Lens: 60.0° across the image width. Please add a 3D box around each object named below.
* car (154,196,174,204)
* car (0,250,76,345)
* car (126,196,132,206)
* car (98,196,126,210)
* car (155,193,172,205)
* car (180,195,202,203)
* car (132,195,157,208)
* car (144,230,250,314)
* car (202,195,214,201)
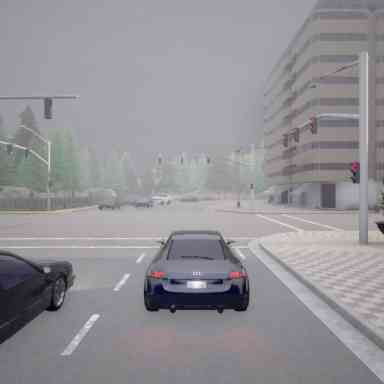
[{"bbox_3d":[-5.659,1.525,67.404,1.812,1.442,4.674,0,0,26],"label":"car"},{"bbox_3d":[-3.428,1.547,4.694,2.033,1.411,5.357,0,0,0],"label":"car"},{"bbox_3d":[-9.821,1.352,52.574,2.097,1.767,4.553,0,0,6],"label":"car"},{"bbox_3d":[-10.477,1.547,42.820,2.033,1.411,5.357,0,0,1],"label":"car"},{"bbox_3d":[-5.475,1.222,57.935,2.150,2.045,5.566,0,0,15],"label":"car"},{"bbox_3d":[-0.568,1.351,69.454,2.097,1.767,4.553,0,0,31],"label":"car"},{"bbox_3d":[-6.778,1.477,47.586,1.882,1.535,5.008,0,0,3],"label":"car"},{"bbox_3d":[0.090,1.564,7.729,1.994,1.385,4.181,0,0,0],"label":"car"},{"bbox_3d":[2.954,1.536,79.278,5.357,1.411,2.033,0,0,-45],"label":"car"}]
